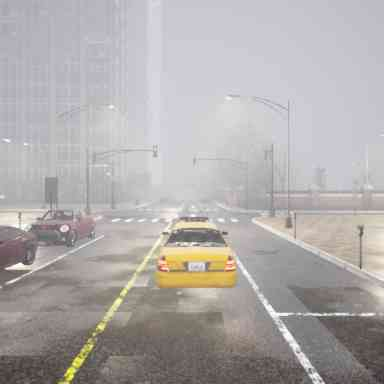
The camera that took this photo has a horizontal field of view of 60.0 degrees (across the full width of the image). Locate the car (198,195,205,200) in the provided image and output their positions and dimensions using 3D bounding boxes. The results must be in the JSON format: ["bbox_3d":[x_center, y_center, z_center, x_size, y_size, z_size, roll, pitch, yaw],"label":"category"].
[{"bbox_3d":[2.602,1.411,91.496,1.887,1.381,4.507,0,0,0],"label":"car"}]

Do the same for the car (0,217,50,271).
[{"bbox_3d":[-5.700,1.579,8.975,1.802,1.307,4.206,0,0,0],"label":"car"}]

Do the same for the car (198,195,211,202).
[{"bbox_3d":[2.689,1.492,63.700,1.947,1.339,4.313,0,0,0],"label":"car"}]

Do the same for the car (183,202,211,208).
[{"bbox_3d":[0.097,1.535,19.439,2.033,1.411,5.357,0,0,0],"label":"car"}]

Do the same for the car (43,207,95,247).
[{"bbox_3d":[-5.705,1.433,14.667,1.967,1.590,4.097,0,0,0],"label":"car"}]

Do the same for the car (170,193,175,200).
[{"bbox_3d":[-5.918,1.323,85.874,1.967,1.590,4.097,0,0,0],"label":"car"}]

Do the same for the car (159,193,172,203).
[{"bbox_3d":[-5.903,1.485,69.190,1.947,1.339,4.313,0,0,0],"label":"car"}]

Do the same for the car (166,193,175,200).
[{"bbox_3d":[-5.923,1.181,91.432,2.192,1.841,5.009,0,0,0],"label":"car"}]

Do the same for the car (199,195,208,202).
[{"bbox_3d":[2.618,1.454,74.814,1.887,1.381,4.507,0,0,0],"label":"car"}]

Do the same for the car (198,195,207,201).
[{"bbox_3d":[2.613,1.448,80.375,2.008,1.369,4.403,0,0,0],"label":"car"}]

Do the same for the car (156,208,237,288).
[{"bbox_3d":[0.090,1.454,9.176,1.801,1.575,5.366,0,0,0],"label":"car"}]
